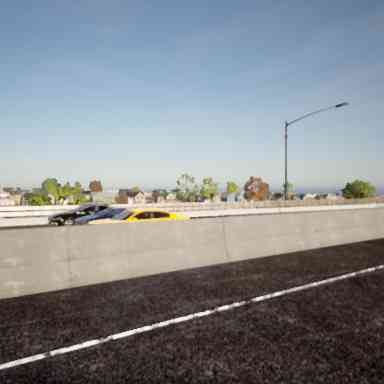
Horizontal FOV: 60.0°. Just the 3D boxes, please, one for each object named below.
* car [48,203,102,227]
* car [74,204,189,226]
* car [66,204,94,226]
[{"bbox_3d":[-6.402,1.497,20.845,4.892,1.490,1.837,0,0,-35],"label":"car"},{"bbox_3d":[-2.409,1.470,15.095,5.008,1.535,1.882,0,0,-35],"label":"car"},{"bbox_3d":[-4.280,1.556,18.058,4.181,1.385,1.994,0,0,-35],"label":"car"}]
